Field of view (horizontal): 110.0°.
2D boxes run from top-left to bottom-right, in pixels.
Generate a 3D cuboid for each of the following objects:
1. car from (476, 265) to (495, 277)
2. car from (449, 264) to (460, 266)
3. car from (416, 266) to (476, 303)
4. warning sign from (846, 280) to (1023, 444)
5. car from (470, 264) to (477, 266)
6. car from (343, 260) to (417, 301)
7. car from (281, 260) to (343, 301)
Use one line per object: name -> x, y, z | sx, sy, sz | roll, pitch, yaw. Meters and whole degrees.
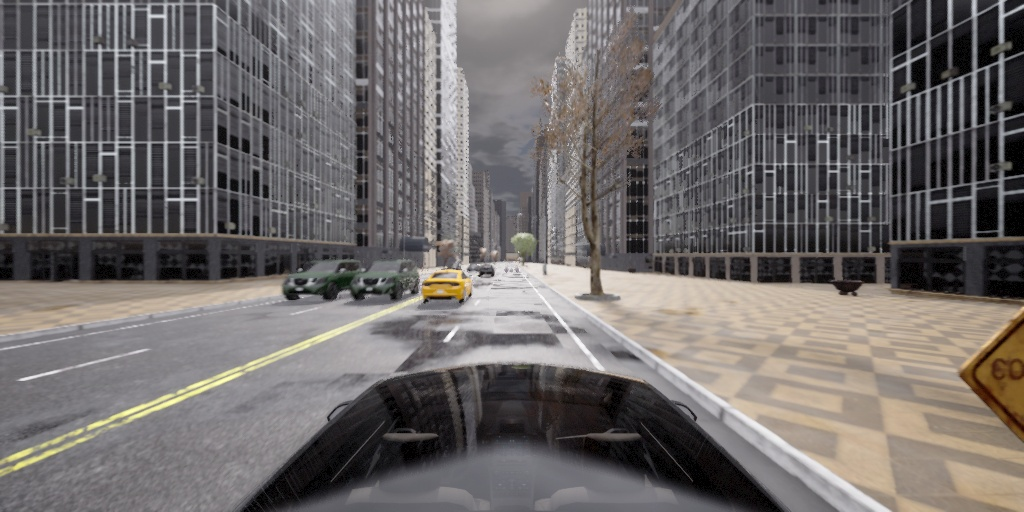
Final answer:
car -> -3.171, 1.868, 46.206 | 1.837, 1.490, 4.892 | 0, 0, 0
car -> -9.820, 2.039, 60.732 | 1.882, 1.535, 5.008 | 0, -1, 1
car -> -3.158, 1.455, 18.258 | 1.882, 1.535, 5.008 | 0, -1, 0
warning sign -> 2.851, 0.867, 1.816 | 1.300, 1.860, 1.060 | 0, 0, 0
car -> -6.569, 2.087, 60.750 | 1.812, 1.442, 4.674 | 0, -1, 1
car -> -6.609, 1.214, 19.387 | 2.150, 2.045, 5.566 | 0, -1, 0
car -> -9.858, 1.214, 19.383 | 2.150, 2.045, 5.566 | 0, -1, 0
